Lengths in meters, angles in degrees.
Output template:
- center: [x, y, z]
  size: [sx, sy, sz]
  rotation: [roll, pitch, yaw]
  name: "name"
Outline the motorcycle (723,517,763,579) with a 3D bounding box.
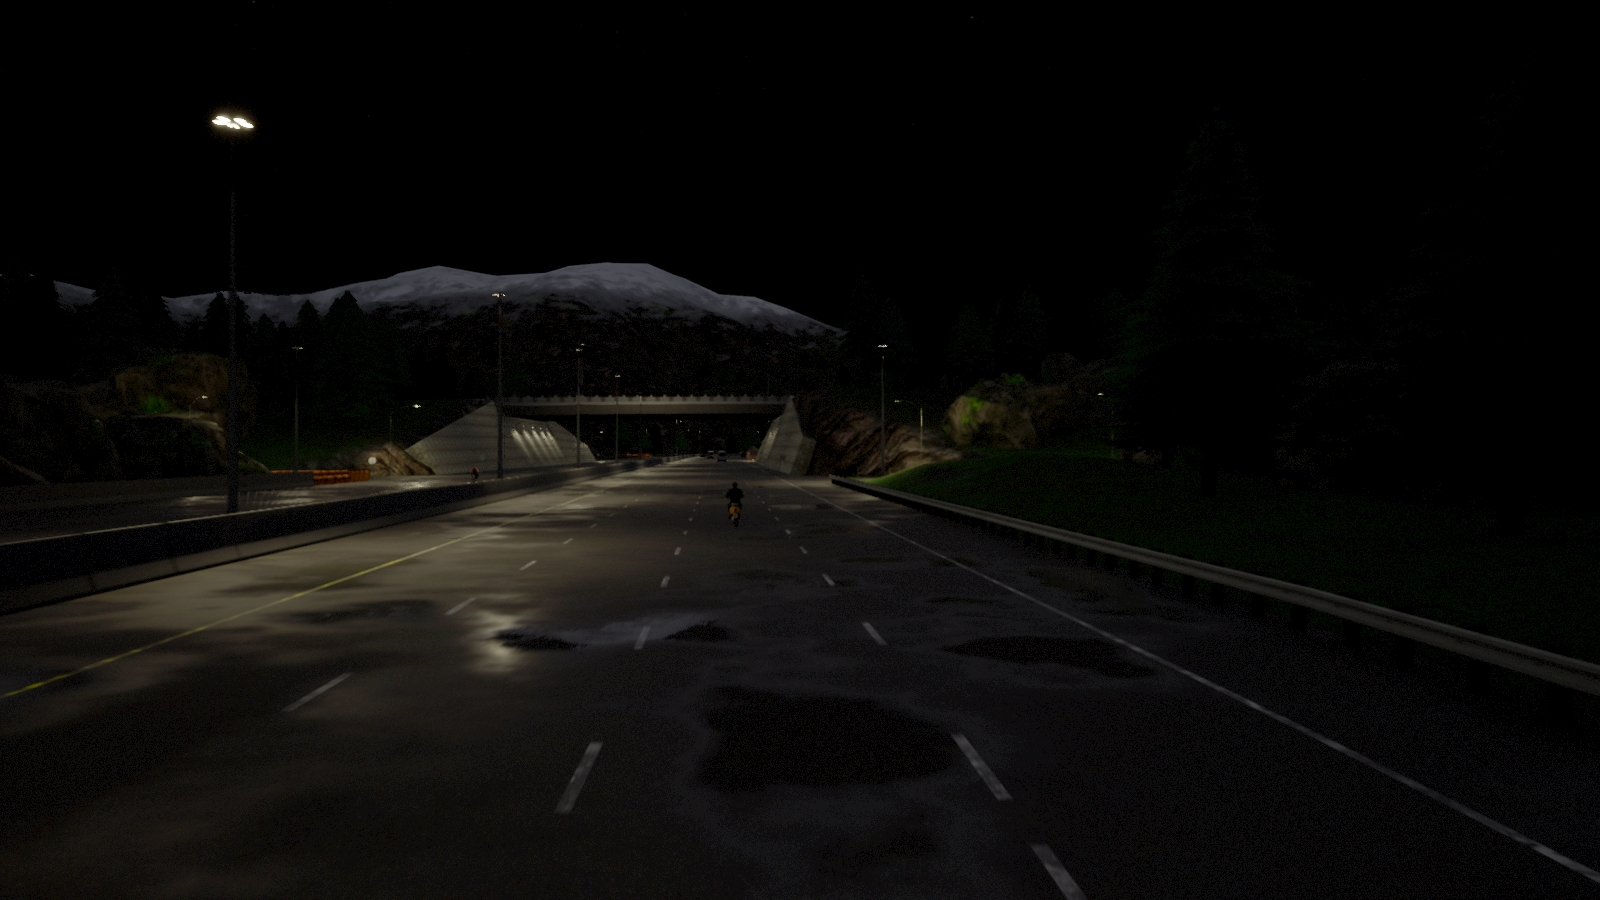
- center: [-1.305, 2.184, 25.735]
  size: [0.856, 1.236, 1.805]
  rotation: [0, 0, -4]
  name: "motorcycle"
